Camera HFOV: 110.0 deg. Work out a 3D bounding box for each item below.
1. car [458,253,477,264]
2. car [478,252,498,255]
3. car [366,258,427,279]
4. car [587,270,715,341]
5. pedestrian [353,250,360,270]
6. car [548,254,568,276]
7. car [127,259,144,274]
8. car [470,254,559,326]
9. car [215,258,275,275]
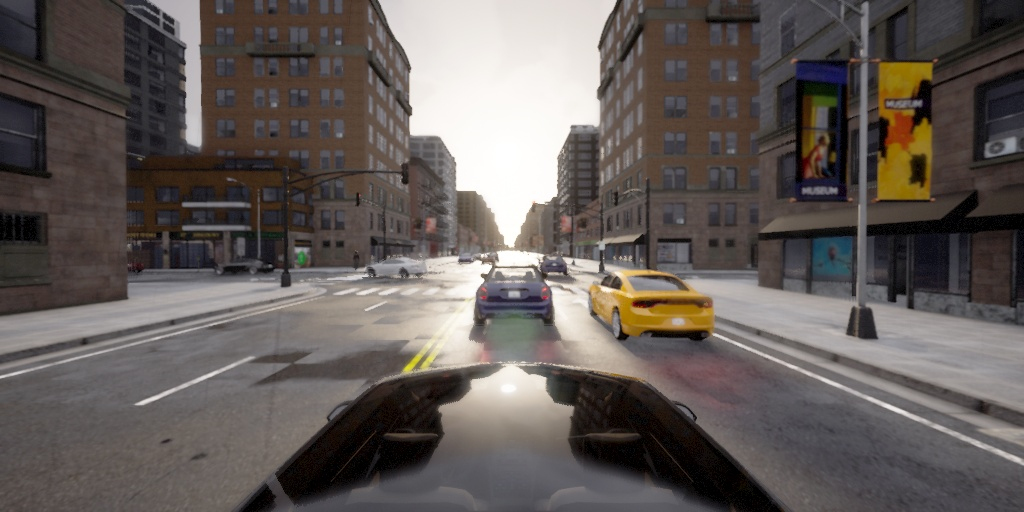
[{"bbox_3d":[-6.748,0.362,52.836,1.882,1.535,5.008,0,1,0],"label":"car"},{"bbox_3d":[-3.502,0.493,52.397,1.895,1.301,4.718,0,1,0],"label":"car"},{"bbox_3d":[-8.499,0.865,26.444,4.674,1.442,1.812,0,0,20],"label":"car"},{"bbox_3d":[3.298,1.097,9.485,1.882,1.535,5.008,0,1,1],"label":"car"},{"bbox_3d":[-14.250,0.398,32.758,0.375,1.860,0.375,0,1,0],"label":"pedestrian"},{"bbox_3d":[3.247,0.632,29.605,2.097,1.767,4.553,0,1,0],"label":"car"},{"bbox_3d":[-33.245,0.871,29.931,4.207,1.307,1.802,0,0,0],"label":"car"},{"bbox_3d":[0.057,0.944,11.171,2.097,1.767,4.553,0,1,0],"label":"car"},{"bbox_3d":[-22.222,0.857,29.913,4.313,1.339,1.948,0,0,0],"label":"car"}]
